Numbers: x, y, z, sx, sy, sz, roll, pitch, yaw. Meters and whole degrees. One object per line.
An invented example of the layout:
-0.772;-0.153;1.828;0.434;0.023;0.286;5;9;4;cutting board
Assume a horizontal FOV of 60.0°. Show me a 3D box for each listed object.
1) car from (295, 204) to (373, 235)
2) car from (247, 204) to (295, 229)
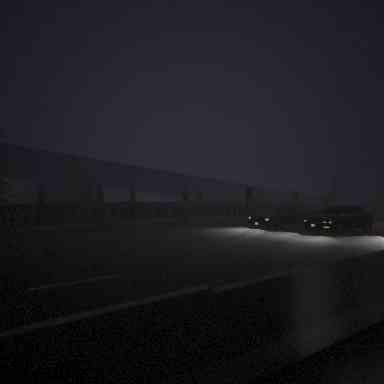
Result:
8.132;1.453;18.390;4.892;1.490;1.837;0;0;-35;car
5.961;1.498;21.141;5.357;1.411;2.033;1;0;-35;car
